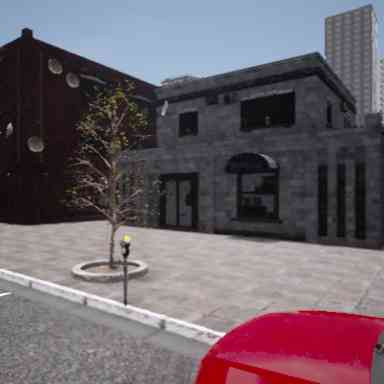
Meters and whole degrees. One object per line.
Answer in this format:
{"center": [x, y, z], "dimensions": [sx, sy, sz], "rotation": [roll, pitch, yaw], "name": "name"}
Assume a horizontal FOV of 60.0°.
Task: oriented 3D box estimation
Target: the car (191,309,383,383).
{"center": [2.209, 1.321, 1.303], "dimensions": [5.009, 1.841, 2.192], "rotation": [0, 0, 35], "name": "car"}
